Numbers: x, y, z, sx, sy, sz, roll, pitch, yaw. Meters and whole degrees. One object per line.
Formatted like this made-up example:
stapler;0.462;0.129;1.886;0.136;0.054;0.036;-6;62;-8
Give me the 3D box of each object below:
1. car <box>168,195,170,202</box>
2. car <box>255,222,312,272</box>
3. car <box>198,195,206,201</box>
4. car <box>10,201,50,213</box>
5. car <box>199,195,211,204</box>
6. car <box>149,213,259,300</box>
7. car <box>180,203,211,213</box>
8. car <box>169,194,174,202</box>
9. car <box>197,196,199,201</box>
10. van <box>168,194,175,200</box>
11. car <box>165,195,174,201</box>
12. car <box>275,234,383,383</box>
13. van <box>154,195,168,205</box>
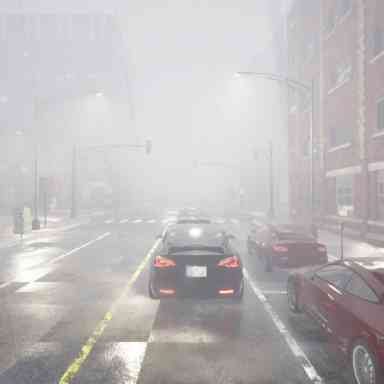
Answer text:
car;-5.800;1.603;65.336;1.802;1.307;4.206;1;0;0
car;2.818;1.585;10.407;1.802;1.307;4.206;1;0;0
car;2.539;1.597;87.921;1.947;1.339;4.313;1;0;0
car;-18.782;1.730;38.750;4.313;1.339;1.947;0;-1;0
car;2.591;1.544;59.830;1.752;1.417;4.829;1;0;0
car;0.085;1.506;8.449;2.163;1.488;4.792;0;0;0
car;0.068;1.552;17.721;2.033;1.411;5.357;0;0;-1
car;-5.821;1.607;76.640;1.802;1.307;4.206;1;0;0
car;2.550;1.573;82.270;1.887;1.381;4.507;1;0;0
van;-5.848;1.376;93.598;1.690;1.788;3.998;1;0;0
car;-5.841;1.582;87.945;2.008;1.369;4.403;1;0;0
car;2.659;1.583;4.751;1.802;1.307;4.206;1;0;0
van;-5.786;1.359;59.684;1.690;1.788;3.998;1;0;0
